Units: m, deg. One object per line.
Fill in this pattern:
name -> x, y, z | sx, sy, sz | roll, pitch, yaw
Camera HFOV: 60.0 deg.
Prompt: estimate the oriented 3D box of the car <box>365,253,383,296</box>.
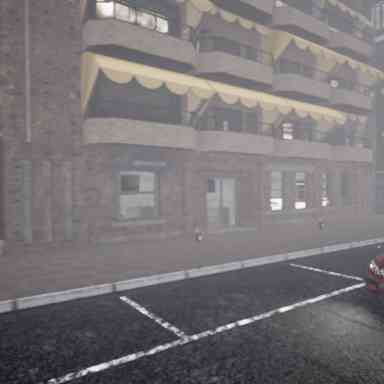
car -> 5.804, 1.520, 7.512 | 4.674, 1.442, 1.812 | 0, 0, -36
